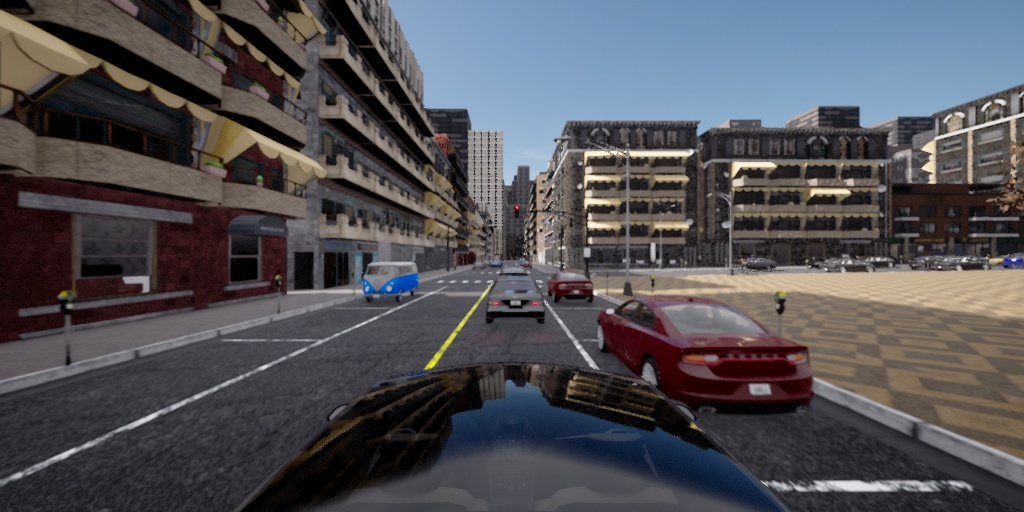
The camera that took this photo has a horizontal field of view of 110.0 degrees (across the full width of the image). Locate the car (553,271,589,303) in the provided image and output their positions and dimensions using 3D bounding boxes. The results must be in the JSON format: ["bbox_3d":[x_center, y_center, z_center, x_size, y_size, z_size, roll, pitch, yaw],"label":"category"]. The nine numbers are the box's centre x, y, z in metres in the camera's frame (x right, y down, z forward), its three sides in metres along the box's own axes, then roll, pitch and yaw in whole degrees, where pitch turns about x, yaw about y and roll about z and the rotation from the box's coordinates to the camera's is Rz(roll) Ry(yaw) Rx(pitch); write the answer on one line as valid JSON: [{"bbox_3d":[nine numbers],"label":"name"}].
[{"bbox_3d":[2.684,1.373,17.155,1.888,1.381,4.507,0,0,0],"label":"car"}]

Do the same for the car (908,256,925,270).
[{"bbox_3d":[44.370,0.715,37.429,4.902,1.511,2.128,-1,0,0],"label":"car"}]

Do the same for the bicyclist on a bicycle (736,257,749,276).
[{"bbox_3d":[20.235,0.920,31.488,0.582,1.620,1.656,-1,0,-1],"label":"bicyclist on a bicycle"}]

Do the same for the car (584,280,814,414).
[{"bbox_3d":[2.687,1.316,6.104,1.888,1.381,4.507,0,0,0],"label":"car"}]

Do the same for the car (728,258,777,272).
[{"bbox_3d":[26.988,0.977,40.323,4.902,1.511,2.128,-1,0,-1],"label":"car"}]

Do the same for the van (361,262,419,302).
[{"bbox_3d":[-5.697,1.169,17.153,1.690,1.789,3.998,0,0,0],"label":"van"}]

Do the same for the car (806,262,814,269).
[{"bbox_3d":[37.915,0.872,43.076,4.313,1.339,1.948,0,0,-1],"label":"car"}]

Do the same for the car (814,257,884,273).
[{"bbox_3d":[32.467,0.968,34.615,4.403,1.370,2.007,0,0,-1],"label":"car"}]

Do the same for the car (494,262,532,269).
[{"bbox_3d":[0.094,1.333,22.365,1.882,1.535,5.008,0,0,0],"label":"car"}]

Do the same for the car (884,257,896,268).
[{"bbox_3d":[43.483,0.770,43.157,4.403,1.370,2.007,0,0,-1],"label":"car"}]

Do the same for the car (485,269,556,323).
[{"bbox_3d":[0.098,1.351,12.379,2.033,1.411,5.357,0,0,0],"label":"car"}]

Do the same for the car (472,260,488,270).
[{"bbox_3d":[-5.710,1.619,60.628,2.007,1.370,4.403,0,0,0],"label":"car"}]

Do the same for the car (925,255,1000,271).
[{"bbox_3d":[43.604,0.794,34.777,4.403,1.370,2.007,0,0,-1],"label":"car"}]
